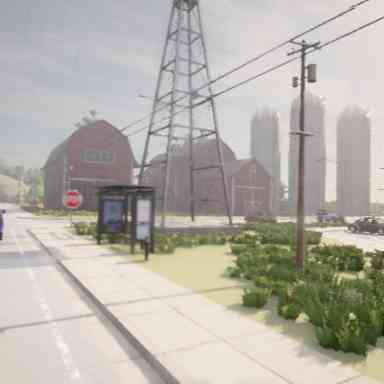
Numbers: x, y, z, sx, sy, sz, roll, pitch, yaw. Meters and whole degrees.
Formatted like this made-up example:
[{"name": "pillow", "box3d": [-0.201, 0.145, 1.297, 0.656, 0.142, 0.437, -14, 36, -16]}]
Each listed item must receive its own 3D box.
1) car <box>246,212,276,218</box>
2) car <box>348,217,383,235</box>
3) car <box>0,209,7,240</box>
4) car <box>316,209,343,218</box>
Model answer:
[{"name": "car", "box3d": [7.965, 3.024, 39.065, 1.816, 1.474, 4.193, 3, -2, -31]}, {"name": "car", "box3d": [15.601, 2.884, 28.643, 1.784, 1.438, 3.905, 3, -2, -31]}, {"name": "car", "box3d": [-11.848, 1.564, 18.754, 2.150, 2.045, 5.566, 3, -2, -30]}, {"name": "car", "box3d": [19.237, 3.363, 46.478, 1.905, 1.878, 3.866, 3, -2, -31]}]
